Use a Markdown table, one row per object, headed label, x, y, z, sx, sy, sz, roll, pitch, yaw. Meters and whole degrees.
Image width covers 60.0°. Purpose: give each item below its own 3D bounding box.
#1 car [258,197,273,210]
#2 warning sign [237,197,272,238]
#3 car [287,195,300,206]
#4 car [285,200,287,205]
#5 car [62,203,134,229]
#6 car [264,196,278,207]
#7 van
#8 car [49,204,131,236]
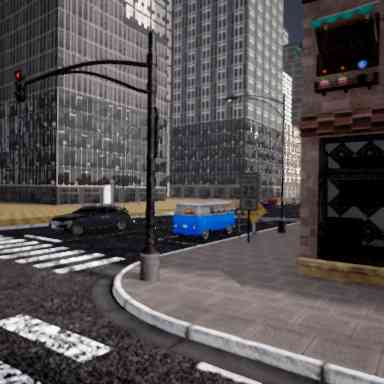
| label | x | y | z | sx | sy | sz | roll | pitch | yaw |
| --- | --- | --- | --- | --- | --- | --- | --- | --- | --- |
| car | 6.434 | 1.509 | 35.019 | 1.895 | 1.301 | 4.718 | 1 | 1 | 36 |
| warning sign | 3.036 | 1.177 | 16.194 | 1.300 | 1.860 | 1.060 | 1 | 1 | 36 |
| car | 16.182 | 1.216 | 48.511 | 2.128 | 1.511 | 4.902 | 1 | 1 | 36 |
| car | 16.326 | 1.364 | 53.349 | 1.752 | 1.417 | 4.829 | 1 | 1 | 36 |
| car | -6.069 | 1.467 | 21.961 | 1.947 | 1.339 | 4.313 | 1 | 1 | 35 |
| car | 9.998 | 1.294 | 44.478 | 1.967 | 1.590 | 4.097 | 1 | 1 | 35 |
| van | 0.755 | 1.368 | 17.091 | 1.690 | 1.788 | 3.998 | 1 | 1 | 35 |
| car | -5.486 | 1.469 | 18.480 | 1.812 | 1.442 | 4.674 | 1 | 1 | 38 |
